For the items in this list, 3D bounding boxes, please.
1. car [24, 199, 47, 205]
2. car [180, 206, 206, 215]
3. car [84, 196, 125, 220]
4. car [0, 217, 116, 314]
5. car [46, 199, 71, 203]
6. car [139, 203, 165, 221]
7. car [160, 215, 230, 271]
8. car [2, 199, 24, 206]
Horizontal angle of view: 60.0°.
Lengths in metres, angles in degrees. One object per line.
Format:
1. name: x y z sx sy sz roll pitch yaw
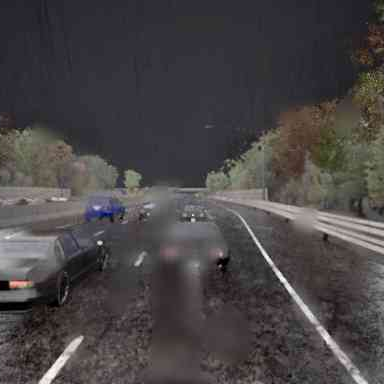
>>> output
1. car: -21.067 1.723 46.600 1.837 1.490 4.892 0 -1 0
2. car: 0.084 1.714 26.171 1.895 1.301 4.718 0 0 0
3. car: -6.909 1.337 26.853 2.150 2.045 5.566 0 0 0
4. car: -3.431 1.581 7.961 2.033 1.411 5.357 0 0 0
5. car: -17.577 1.810 45.418 1.895 1.301 4.718 0 0 0
6. car: -3.408 1.651 28.789 1.812 1.442 4.674 0 0 0
7. car: 0.084 1.647 10.981 1.895 1.301 4.718 0 0 0
8. car: -24.565 1.722 46.563 1.837 1.490 4.892 0 -1 0
